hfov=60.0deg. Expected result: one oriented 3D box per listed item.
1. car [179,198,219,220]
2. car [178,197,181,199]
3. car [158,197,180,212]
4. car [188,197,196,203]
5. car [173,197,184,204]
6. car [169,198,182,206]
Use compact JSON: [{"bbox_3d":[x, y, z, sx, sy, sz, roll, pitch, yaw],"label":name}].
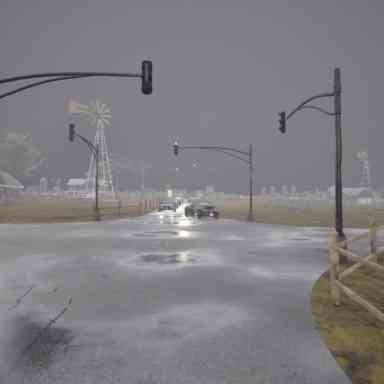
[{"bbox_3d":[0.747,1.559,28.970,1.837,1.490,4.892,-2,1,-20],"label":"car"},{"bbox_3d":[-2.878,1.630,48.489,2.128,1.511,4.902,0,0,0],"label":"car"},{"bbox_3d":[-2.875,1.660,39.747,1.994,1.385,4.181,0,0,0],"label":"car"},{"bbox_3d":[-0.037,1.859,79.091,1.812,1.442,4.674,0,0,0],"label":"car"},{"bbox_3d":[-2.786,1.810,69.181,2.033,1.411,5.357,0,0,0],"label":"car"},{"bbox_3d":[-2.863,1.795,58.470,1.895,1.301,4.718,0,0,0],"label":"car"}]
